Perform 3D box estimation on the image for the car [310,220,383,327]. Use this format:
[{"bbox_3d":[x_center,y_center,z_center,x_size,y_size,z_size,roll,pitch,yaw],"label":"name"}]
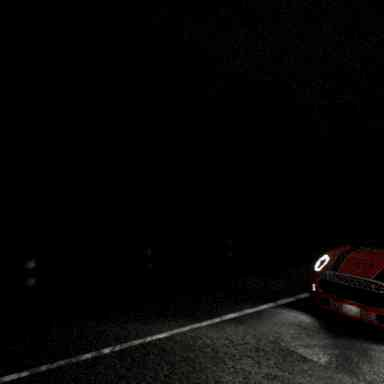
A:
[{"bbox_3d":[4.459,1.341,6.718,4.553,1.767,2.097,0,0,-34],"label":"car"}]
